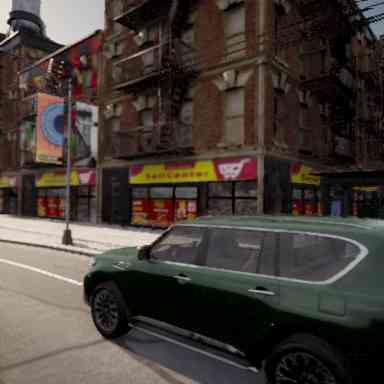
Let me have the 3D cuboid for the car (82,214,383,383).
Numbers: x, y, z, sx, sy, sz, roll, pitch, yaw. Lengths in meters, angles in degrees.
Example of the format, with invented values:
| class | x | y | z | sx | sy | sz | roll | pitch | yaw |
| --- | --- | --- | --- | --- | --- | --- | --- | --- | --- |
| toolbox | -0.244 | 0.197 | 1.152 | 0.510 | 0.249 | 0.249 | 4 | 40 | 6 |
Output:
| class | x | y | z | sx | sy | sz | roll | pitch | yaw |
| --- | --- | --- | --- | --- | --- | --- | --- | --- | --- |
| car | 0.618 | 1.344 | 5.022 | 5.566 | 2.045 | 2.150 | 0 | -2 | 40 |
